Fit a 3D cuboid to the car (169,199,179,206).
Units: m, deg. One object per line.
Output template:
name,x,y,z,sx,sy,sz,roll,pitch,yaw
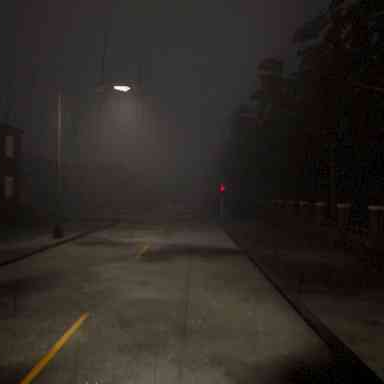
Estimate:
car,-4.010,2.381,75.039,2.097,1.767,4.553,0,-1,0
